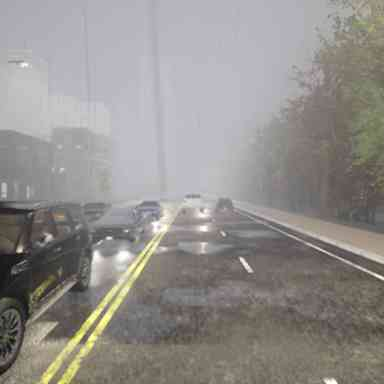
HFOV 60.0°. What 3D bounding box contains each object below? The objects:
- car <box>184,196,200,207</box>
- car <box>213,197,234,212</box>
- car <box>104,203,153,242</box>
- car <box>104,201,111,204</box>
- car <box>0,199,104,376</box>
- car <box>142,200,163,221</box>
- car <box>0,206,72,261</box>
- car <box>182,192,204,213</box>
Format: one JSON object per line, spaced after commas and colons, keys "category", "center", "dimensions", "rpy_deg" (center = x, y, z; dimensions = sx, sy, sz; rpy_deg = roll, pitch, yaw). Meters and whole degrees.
{"category": "car", "center": [0.015, 1.327, 46.813], "dimensions": [2.033, 1.411, 5.357], "rpy_deg": [0, 0, 0]}
{"category": "car", "center": [3.355, 1.340, 35.470], "dimensions": [1.837, 1.490, 4.892], "rpy_deg": [0, 1, 0]}
{"category": "car", "center": [-3.349, 1.472, 16.094], "dimensions": [2.033, 1.411, 5.357], "rpy_deg": [0, 0, 0]}
{"category": "car", "center": [-6.587, 1.396, 23.212], "dimensions": [1.837, 1.490, 4.892], "rpy_deg": [0, 0, 0]}
{"category": "car", "center": [-3.363, 1.194, 5.828], "dimensions": [2.150, 2.045, 5.566], "rpy_deg": [0, 0, -1]}
{"category": "car", "center": [-3.333, 1.402, 26.417], "dimensions": [1.812, 1.442, 4.674], "rpy_deg": [0, 0, 1]}
{"category": "car", "center": [-6.599, 1.416, 13.108], "dimensions": [1.882, 1.535, 5.008], "rpy_deg": [0, 0, 0]}
{"category": "car", "center": [0.106, 1.058, 34.965], "dimensions": [2.150, 2.045, 5.566], "rpy_deg": [0, 0, 0]}
